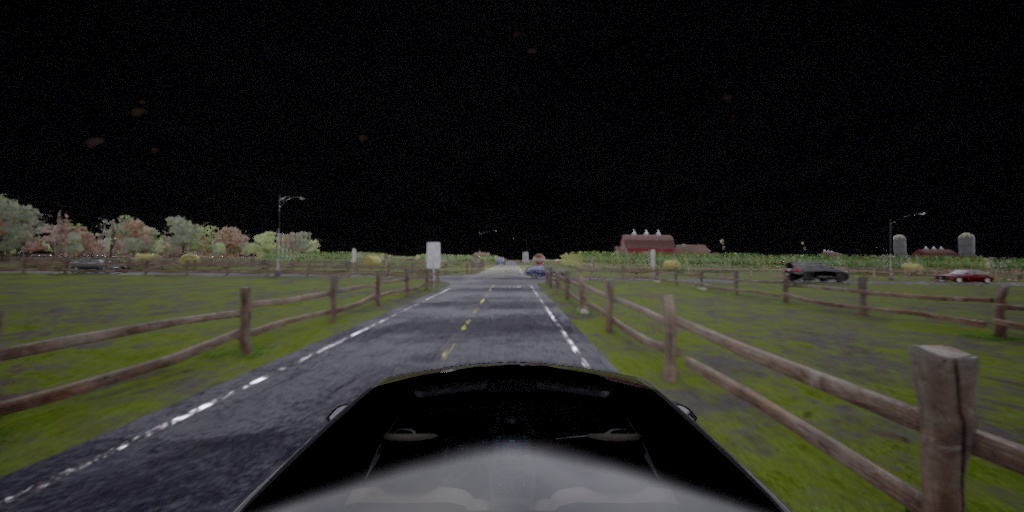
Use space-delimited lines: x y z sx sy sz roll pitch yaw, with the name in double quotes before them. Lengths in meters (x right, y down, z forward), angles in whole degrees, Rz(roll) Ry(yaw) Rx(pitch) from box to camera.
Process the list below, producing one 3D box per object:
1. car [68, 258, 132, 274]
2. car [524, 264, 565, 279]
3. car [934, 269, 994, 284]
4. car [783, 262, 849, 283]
"car" -40.540 0.988 35.330 4.892 1.490 1.837 1 -1 -1
"car" 3.579 1.552 35.824 4.674 1.442 1.812 1 -1 -1
"car" 49.189 2.196 39.104 5.008 1.535 1.882 1 -1 -1
"car" 30.537 1.607 36.149 5.566 2.045 2.150 1 -1 -1
